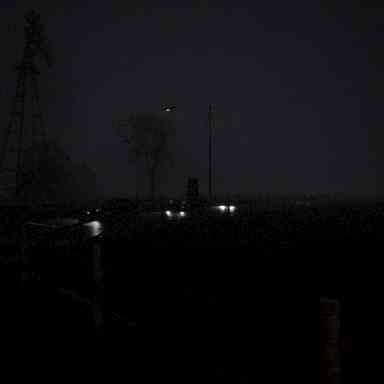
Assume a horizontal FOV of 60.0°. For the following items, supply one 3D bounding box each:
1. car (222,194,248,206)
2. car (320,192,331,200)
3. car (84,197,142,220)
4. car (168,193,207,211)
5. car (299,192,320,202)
[{"bbox_3d":[5.424,1.005,41.760,1.994,1.385,4.181,1,2,35],"label":"car"},{"bbox_3d":[24.707,0.710,62.577,1.994,1.385,4.181,1,1,36],"label":"car"},{"bbox_3d":[-5.992,1.206,25.663,1.837,1.490,4.892,1,2,35],"label":"car"},{"bbox_3d":[-0.350,0.924,33.614,2.097,1.767,4.553,1,2,35],"label":"car"},{"bbox_3d":[18.910,0.800,54.392,1.812,1.442,4.674,1,2,35],"label":"car"}]
